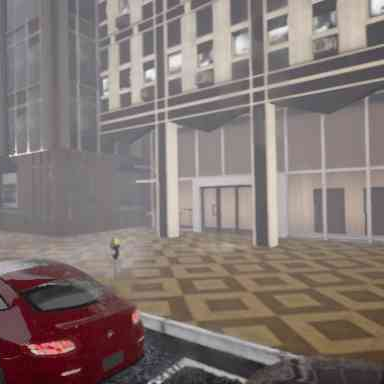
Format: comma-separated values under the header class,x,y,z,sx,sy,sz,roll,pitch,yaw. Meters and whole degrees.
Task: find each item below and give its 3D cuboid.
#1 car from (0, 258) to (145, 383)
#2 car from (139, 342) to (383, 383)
class,x,y,z,sx,sy,sz,roll,pitch,yaw
car,-2.511,1.620,4.673,4.206,1.307,1.802,-1,-1,35
car,2.094,1.543,1.398,4.403,1.369,2.008,-1,-1,35
